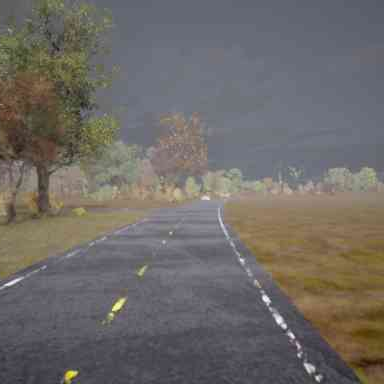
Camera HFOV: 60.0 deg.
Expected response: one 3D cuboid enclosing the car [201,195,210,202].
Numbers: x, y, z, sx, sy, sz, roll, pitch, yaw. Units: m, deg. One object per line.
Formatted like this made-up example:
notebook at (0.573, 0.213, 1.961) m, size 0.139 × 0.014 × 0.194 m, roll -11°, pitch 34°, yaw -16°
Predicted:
car at (3.172, 1.492, 77.191) m, size 1.812 × 1.442 × 4.674 m, roll 0°, pitch 0°, yaw 9°
